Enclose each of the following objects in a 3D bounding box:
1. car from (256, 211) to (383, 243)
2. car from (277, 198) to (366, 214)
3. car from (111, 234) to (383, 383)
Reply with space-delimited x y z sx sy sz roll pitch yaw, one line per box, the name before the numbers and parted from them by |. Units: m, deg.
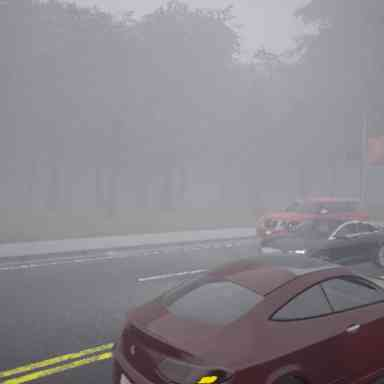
car | 4.150 1.536 10.075 4.902 1.511 2.128 0 0 -31
car | 5.439 1.287 14.646 5.566 2.045 2.150 0 0 -30
car | 1.353 1.540 4.199 4.674 1.442 1.812 0 0 -34
